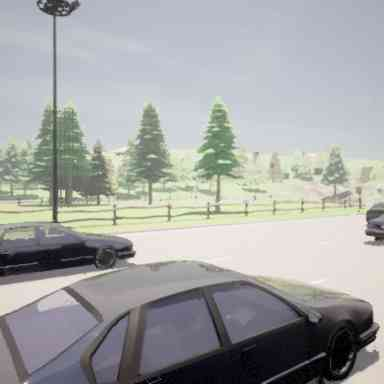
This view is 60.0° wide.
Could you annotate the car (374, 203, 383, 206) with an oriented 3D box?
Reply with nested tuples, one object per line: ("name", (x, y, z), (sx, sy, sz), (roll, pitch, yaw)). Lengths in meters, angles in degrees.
("car", (13.273, 1.425, 21.812), (4.892, 1.490, 1.837), (-1, 0, -35))

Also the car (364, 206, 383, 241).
("car", (9.993, 1.489, 15.174), (5.357, 1.411, 2.033), (0, 0, -36))

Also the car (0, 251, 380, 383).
("car", (-0.080, 1.541, 3.690), (5.357, 1.411, 2.033), (0, 0, -36))

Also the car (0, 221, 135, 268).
("car", (-4.321, 1.542, 9.263), (5.357, 1.411, 2.033), (0, 0, -36))
